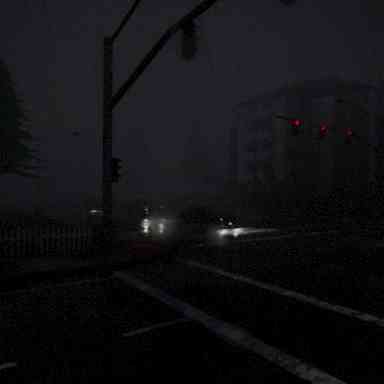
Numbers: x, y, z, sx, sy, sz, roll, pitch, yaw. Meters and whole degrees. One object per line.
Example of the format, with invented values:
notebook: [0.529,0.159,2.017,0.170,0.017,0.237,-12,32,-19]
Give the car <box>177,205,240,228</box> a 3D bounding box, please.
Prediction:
car: [0.972,1.650,23.524,2.033,1.411,5.357,1,0,-34]

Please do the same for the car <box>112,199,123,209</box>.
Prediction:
car: [-10.824,1.680,47.593,2.033,1.411,5.357,1,0,-34]

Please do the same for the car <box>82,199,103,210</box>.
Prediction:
car: [-13.315,1.658,44.850,2.033,1.411,5.357,1,0,-34]

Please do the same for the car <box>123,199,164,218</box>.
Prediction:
car: [-4.469,1.457,31.597,2.097,1.767,4.553,1,0,-34]
